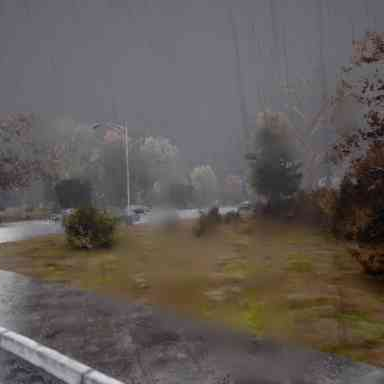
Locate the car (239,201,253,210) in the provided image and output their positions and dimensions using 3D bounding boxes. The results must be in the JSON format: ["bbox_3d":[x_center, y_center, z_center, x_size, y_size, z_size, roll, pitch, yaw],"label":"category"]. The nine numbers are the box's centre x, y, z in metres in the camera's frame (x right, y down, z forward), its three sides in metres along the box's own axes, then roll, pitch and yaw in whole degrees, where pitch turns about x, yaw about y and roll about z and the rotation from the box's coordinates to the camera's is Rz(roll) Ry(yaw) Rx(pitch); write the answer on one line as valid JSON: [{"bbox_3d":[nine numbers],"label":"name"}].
[{"bbox_3d":[8.931,2.153,51.995,1.837,1.490,4.892,-3,-2,32],"label":"car"}]

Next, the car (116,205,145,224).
[{"bbox_3d":[-6.341,2.053,27.957,1.994,1.385,4.181,-3,-2,33],"label":"car"}]

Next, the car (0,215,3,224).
[{"bbox_3d":[-18.873,2.439,28.341,1.837,1.490,4.892,-3,-2,35],"label":"car"}]

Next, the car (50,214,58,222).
[{"bbox_3d":[-13.428,2.517,36.650,1.994,1.385,4.181,-3,-2,32],"label":"car"}]

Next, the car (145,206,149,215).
[{"bbox_3d":[-7.870,2.491,45.391,2.128,1.511,4.902,-3,-2,32],"label":"car"}]
